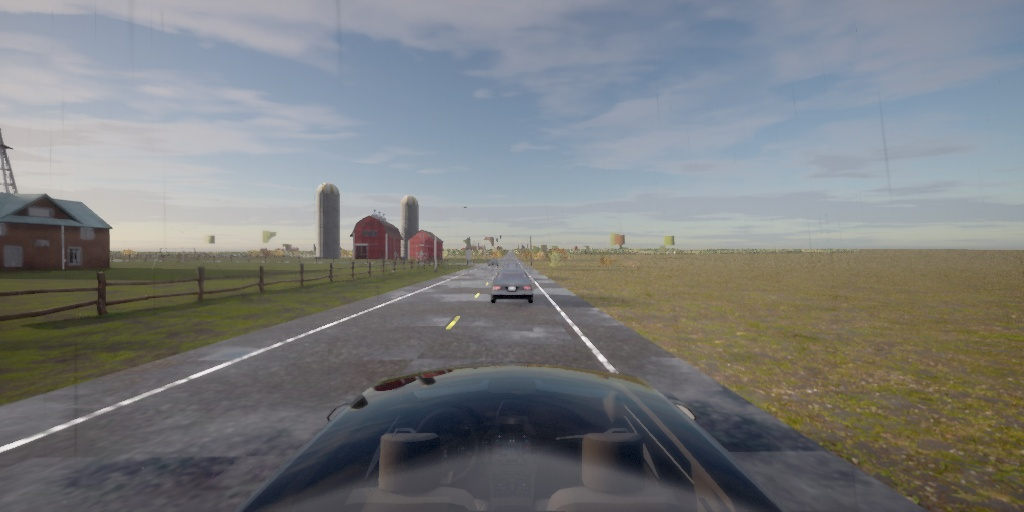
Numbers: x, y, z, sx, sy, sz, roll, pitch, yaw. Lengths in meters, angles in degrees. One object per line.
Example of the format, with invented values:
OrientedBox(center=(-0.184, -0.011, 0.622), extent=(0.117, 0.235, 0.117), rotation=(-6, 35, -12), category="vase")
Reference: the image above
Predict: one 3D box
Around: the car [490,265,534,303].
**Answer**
OrientedBox(center=(0.000, 1.308, 16.502), extent=(2.033, 1.411, 5.357), rotation=(0, 0, 0), category="car")

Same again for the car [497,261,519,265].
OrientedBox(center=(0.000, 1.299, 31.501), extent=(2.033, 1.411, 5.357), rotation=(0, 0, 0), category="car")
